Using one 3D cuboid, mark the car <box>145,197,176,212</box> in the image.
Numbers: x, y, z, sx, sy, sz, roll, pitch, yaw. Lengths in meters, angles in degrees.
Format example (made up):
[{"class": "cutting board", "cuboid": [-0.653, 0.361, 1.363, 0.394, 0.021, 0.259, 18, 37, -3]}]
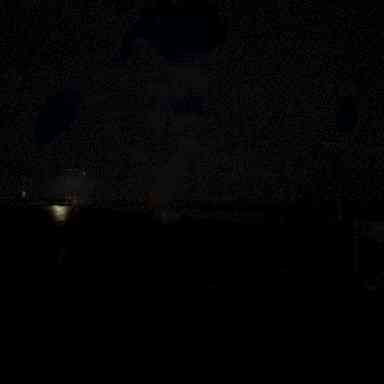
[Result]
[{"class": "car", "cuboid": [-3.576, 1.363, 36.400, 1.882, 1.535, 5.008, -2, 1, -35]}]
